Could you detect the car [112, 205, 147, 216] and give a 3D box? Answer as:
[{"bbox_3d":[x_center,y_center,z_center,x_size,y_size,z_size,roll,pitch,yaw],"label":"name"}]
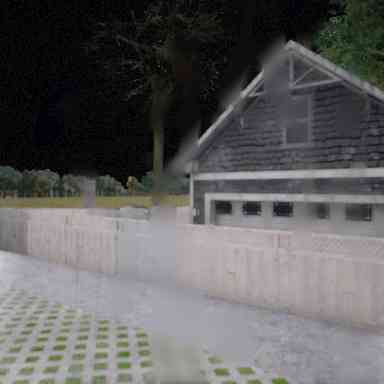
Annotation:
[{"bbox_3d":[-5.674,1.831,29.986,1.994,1.385,4.181,0,-1,35],"label":"car"}]
